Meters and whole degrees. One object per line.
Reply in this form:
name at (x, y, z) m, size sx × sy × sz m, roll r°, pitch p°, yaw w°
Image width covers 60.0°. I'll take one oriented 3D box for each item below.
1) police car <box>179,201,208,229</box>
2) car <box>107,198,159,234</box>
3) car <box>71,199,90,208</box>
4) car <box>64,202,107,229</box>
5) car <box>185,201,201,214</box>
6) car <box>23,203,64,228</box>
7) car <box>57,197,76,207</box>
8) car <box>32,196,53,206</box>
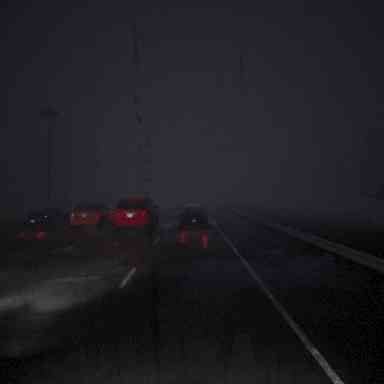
police car at (0.122, 1.645, 23.767) m, size 1.930 × 1.638 × 5.238 m, roll 0°, pitch 0°, yaw 0°
car at (-3.381, 1.414, 20.803) m, size 2.150 × 2.045 × 5.566 m, roll 0°, pitch -1°, yaw 0°
car at (-20.972, 2.056, 62.644) m, size 1.882 × 1.535 × 5.008 m, roll 0°, pitch -1°, yaw 0°
car at (-6.875, 1.568, 23.337) m, size 2.097 × 1.767 × 4.553 m, roll 0°, pitch -1°, yaw 0°
car at (0.139, 1.910, 41.546) m, size 1.812 × 1.442 × 4.674 m, roll 0°, pitch -1°, yaw 0°
car at (-10.376, 1.748, 23.972) m, size 1.812 × 1.442 × 4.674 m, roll 0°, pitch -1°, yaw 0°
car at (-24.474, 1.956, 65.147) m, size 2.097 × 1.767 × 4.553 m, roll 0°, pitch -1°, yaw 0°
car at (-31.640, 1.876, 70.570) m, size 2.150 × 2.045 × 5.566 m, roll 0°, pitch -1°, yaw -2°
